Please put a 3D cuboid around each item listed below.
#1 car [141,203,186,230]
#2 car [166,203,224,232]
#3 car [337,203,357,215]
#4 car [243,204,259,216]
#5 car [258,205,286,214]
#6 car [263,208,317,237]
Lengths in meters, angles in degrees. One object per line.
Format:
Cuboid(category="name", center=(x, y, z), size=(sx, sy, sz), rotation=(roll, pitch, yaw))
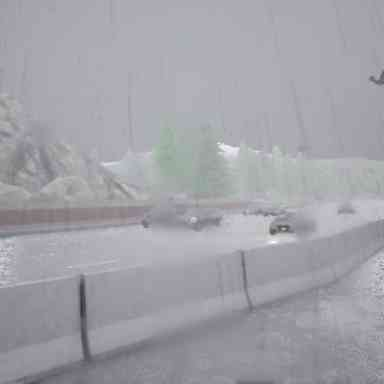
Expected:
Cuboid(category="car", center=(-1.748, 1.922, 27.461), size=(2.150, 2.045, 5.566), rotation=(-2, -2, 33))
Cuboid(category="car", center=(0.510, 1.941, 24.599), size=(2.097, 1.767, 4.553), rotation=(-2, -2, 34))
Cuboid(category="car", center=(20.179, 2.185, 43.191), size=(1.837, 1.490, 4.892), rotation=(-2, -2, 32))
Cuboid(category="car", center=(8.269, 2.399, 43.810), size=(2.128, 1.511, 4.902), rotation=(-2, -2, 31))
Cuboid(category="car", center=(10.260, 2.337, 40.351), size=(2.033, 1.411, 5.357), rotation=(-2, -2, 31))
Cuboid(category="car", center=(6.376, 1.958, 20.799), size=(1.994, 1.385, 4.181), rotation=(-2, -2, 34))
